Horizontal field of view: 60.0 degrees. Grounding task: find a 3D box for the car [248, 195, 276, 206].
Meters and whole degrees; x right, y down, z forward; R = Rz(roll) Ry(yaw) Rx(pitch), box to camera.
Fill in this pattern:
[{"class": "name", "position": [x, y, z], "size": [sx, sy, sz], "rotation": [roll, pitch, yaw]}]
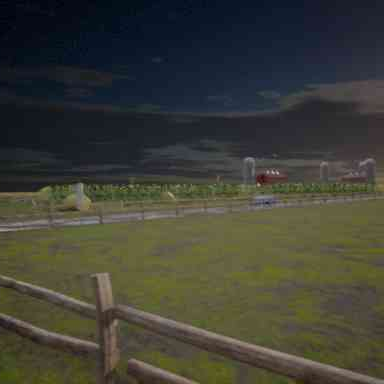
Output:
[{"class": "car", "position": [10.074, 1.202, 47.876], "size": [5.008, 1.535, 1.882], "rotation": [-1, 0, -43]}]
